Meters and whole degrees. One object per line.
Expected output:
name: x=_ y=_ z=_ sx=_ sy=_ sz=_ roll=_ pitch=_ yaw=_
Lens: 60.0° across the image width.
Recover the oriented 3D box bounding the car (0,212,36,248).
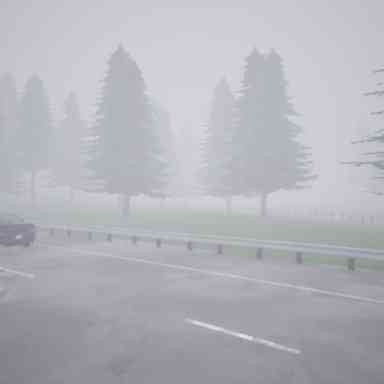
car: x=-8.760 y=1.584 z=14.238 sx=5.008 sy=1.535 sz=1.882 roll=0 pitch=-1 yaw=34
